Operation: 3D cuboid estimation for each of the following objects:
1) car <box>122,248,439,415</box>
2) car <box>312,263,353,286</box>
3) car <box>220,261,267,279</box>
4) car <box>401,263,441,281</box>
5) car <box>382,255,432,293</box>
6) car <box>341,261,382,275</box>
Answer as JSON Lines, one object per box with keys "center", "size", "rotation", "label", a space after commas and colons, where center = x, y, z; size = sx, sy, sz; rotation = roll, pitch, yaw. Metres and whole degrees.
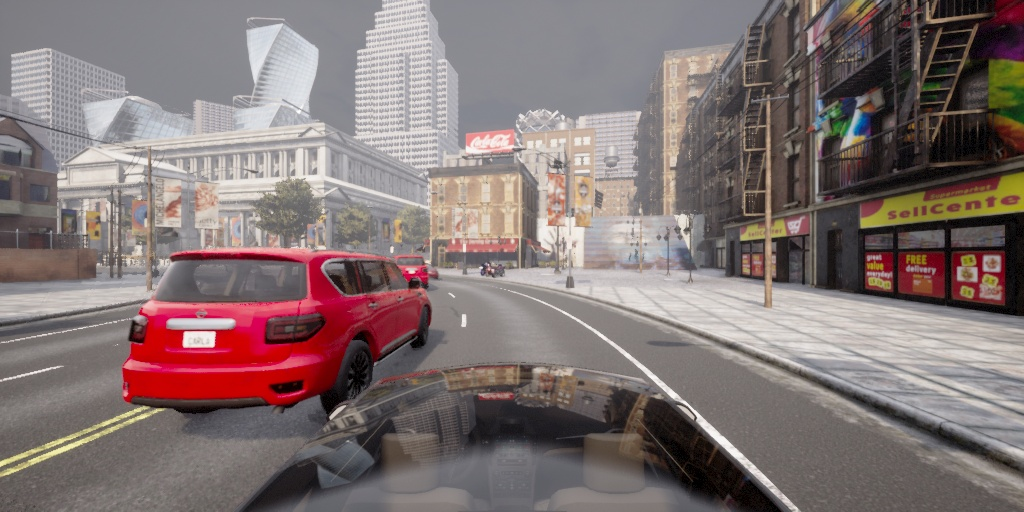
{"center": [-2.991, 0.962, 6.150], "size": [2.150, 2.045, 5.566], "rotation": [0, -1, 1], "label": "car"}
{"center": [-13.096, 1.254, 26.019], "size": [1.837, 1.490, 4.892], "rotation": [1, 0, -36], "label": "car"}
{"center": [-24.802, 1.242, 33.086], "size": [4.902, 1.511, 2.128], "rotation": [0, 0, 37], "label": "car"}
{"center": [-7.920, 1.314, 30.875], "size": [1.994, 1.385, 4.181], "rotation": [0, 0, -35], "label": "car"}
{"center": [-6.700, 0.972, 22.363], "size": [2.150, 2.045, 5.566], "rotation": [0, 0, -25], "label": "car"}
{"center": [-17.081, 1.297, 40.505], "size": [5.357, 1.411, 2.033], "rotation": [0, 0, 39], "label": "car"}
